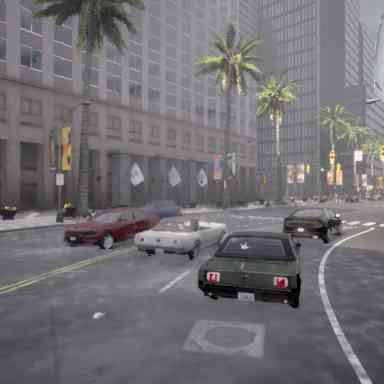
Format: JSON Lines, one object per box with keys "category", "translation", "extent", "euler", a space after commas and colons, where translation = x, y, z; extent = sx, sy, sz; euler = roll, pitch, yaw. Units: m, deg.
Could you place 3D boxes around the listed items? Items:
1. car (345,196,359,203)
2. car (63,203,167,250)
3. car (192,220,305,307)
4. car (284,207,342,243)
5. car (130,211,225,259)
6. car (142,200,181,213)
{"category": "car", "translation": [34.834, 1.513, 72.205], "extent": [2.161, 1.482, 4.786], "euler": [0, 0, 40]}
{"category": "car", "translation": [-3.344, 1.477, 14.696], "extent": [1.882, 1.535, 5.008], "euler": [0, 0, 27]}
{"category": "car", "translation": [1.668, 1.601, 8.107], "extent": [1.895, 1.301, 4.718], "euler": [0, 0, 18]}
{"category": "car", "translation": [6.049, 1.478, 16.383], "extent": [1.882, 1.535, 5.008], "euler": [0, 0, 34]}
{"category": "car", "translation": [-0.155, 1.601, 12.733], "extent": [1.895, 1.301, 4.718], "euler": [0, 0, 23]}
{"category": "car", "translation": [-2.704, 1.351, 22.656], "extent": [2.097, 1.767, 4.553], "euler": [0, 0, 36]}
